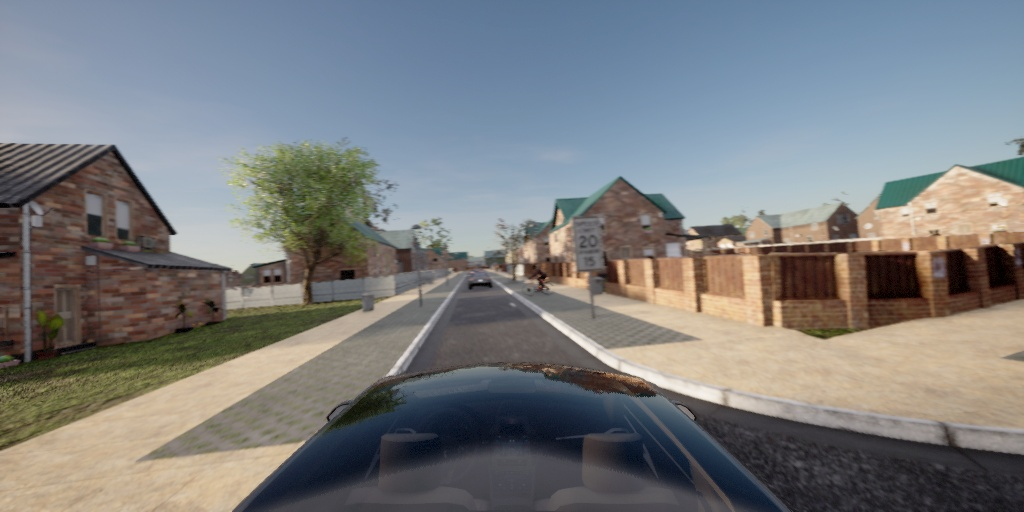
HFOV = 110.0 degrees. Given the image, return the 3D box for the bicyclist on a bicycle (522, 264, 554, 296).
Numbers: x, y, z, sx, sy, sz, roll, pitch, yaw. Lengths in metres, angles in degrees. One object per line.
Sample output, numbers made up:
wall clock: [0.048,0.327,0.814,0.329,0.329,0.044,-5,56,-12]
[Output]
bicyclist on a bicycle: [1.324,1.250,18.435,1.656,1.620,0.582,-3,-1,-6]

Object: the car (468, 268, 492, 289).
car: [-2.840,2.065,31.611,1.994,1.385,4.181,-4,-1,-6]
